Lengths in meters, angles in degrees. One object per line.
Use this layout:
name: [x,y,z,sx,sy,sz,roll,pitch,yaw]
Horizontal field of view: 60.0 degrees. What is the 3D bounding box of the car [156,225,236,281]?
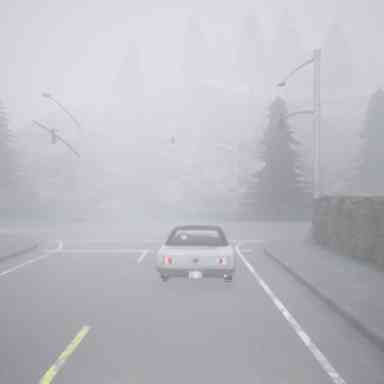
car: [0.186,1.621,9.886,1.895,1.301,4.718,0,0,3]
